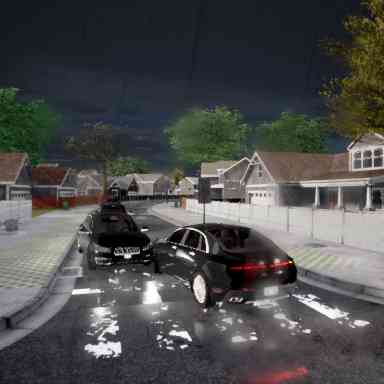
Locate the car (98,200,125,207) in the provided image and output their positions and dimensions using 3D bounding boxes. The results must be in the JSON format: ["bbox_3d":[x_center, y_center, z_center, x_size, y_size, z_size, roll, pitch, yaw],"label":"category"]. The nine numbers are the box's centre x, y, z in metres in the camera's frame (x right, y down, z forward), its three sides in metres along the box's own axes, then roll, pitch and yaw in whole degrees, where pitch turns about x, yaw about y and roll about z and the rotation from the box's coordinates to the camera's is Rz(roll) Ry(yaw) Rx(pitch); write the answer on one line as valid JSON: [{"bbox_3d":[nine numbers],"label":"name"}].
[{"bbox_3d":[-4.856,1.498,20.501,1.837,1.490,4.892,0,0,-15],"label":"car"}]

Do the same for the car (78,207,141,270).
[{"bbox_3d":[-2.751,1.494,11.298,1.837,1.490,4.892,0,0,-24],"label":"car"}]

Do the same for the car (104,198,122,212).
[{"bbox_3d":[-9.435,1.521,39.789,1.812,1.442,4.674,0,0,-10],"label":"car"}]

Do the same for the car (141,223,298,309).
[{"bbox_3d":[0.400,1.506,8.073,1.837,1.490,4.892,0,0,-24],"label":"car"}]
